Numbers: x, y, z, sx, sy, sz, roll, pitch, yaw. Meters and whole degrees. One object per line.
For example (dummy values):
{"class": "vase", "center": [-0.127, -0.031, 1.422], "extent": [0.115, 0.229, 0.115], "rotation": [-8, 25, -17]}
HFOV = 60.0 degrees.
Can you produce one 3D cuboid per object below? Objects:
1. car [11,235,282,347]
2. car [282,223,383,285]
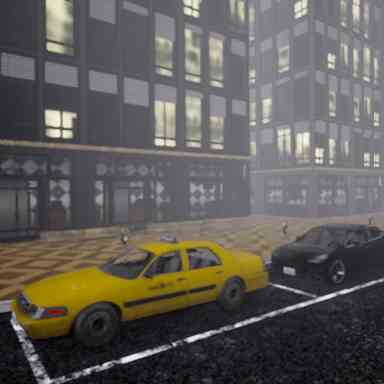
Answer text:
{"class": "car", "center": [-0.644, 1.535, 6.284], "extent": [4.829, 1.417, 1.752], "rotation": [0, -1, -35]}
{"class": "car", "center": [4.187, 1.594, 9.522], "extent": [4.313, 1.339, 1.947], "rotation": [0, -1, -35]}
